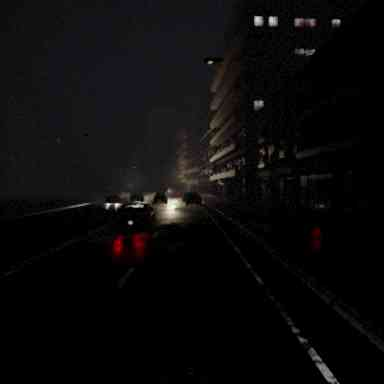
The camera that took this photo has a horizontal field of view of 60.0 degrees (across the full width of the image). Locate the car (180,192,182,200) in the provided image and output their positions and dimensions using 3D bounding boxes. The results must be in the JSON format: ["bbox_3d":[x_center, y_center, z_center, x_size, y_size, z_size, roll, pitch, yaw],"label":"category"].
[{"bbox_3d":[-0.439,0.744,50.818,1.812,1.442,4.674,0,1,-4],"label":"car"}]

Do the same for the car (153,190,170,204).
[{"bbox_3d":[-4.202,0.841,44.325,1.812,1.442,4.674,0,1,-3],"label":"car"}]

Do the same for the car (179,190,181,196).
[{"bbox_3d":[-0.857,0.653,56.857,1.812,1.442,4.674,0,1,-4],"label":"car"}]

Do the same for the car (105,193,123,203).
[{"bbox_3d":[-11.038,0.836,47.185,1.994,1.385,4.181,0,1,-3],"label":"car"}]

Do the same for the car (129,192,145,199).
[{"bbox_3d":[-7.807,0.757,47.639,2.128,1.511,4.902,0,1,-3],"label":"car"}]

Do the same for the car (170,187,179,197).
[{"bbox_3d":[-3.409,0.262,75.108,1.812,1.442,4.674,0,1,-6],"label":"car"}]

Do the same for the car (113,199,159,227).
[{"bbox_3d":[-3.283,1.290,19.771,1.895,1.301,4.718,0,1,-1],"label":"car"}]

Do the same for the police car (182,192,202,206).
[{"bbox_3d":[0.133,0.794,40.857,1.930,1.638,5.238,0,1,-3],"label":"police car"}]
